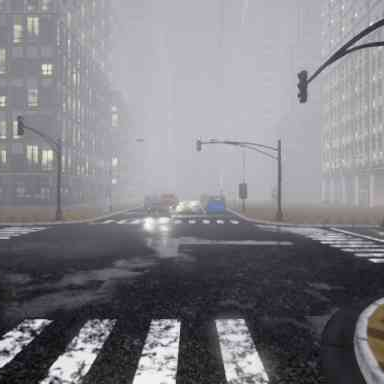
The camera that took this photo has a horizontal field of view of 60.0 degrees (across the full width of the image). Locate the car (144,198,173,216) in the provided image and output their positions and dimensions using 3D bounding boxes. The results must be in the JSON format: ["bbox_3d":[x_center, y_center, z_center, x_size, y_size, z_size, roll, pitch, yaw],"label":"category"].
[{"bbox_3d":[-3.223,1.597,32.908,1.895,1.301,4.718,0,0,0],"label":"car"}]

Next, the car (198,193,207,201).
[{"bbox_3d":[2.788,1.301,85.790,2.192,1.841,5.009,0,0,0],"label":"car"}]

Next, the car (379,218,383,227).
[{"bbox_3d":[14.401,1.683,20.126,5.357,1.411,2.033,0,0,-1],"label":"car"}]

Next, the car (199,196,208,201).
[{"bbox_3d":[2.764,1.553,80.251,1.947,1.339,4.313,0,0,0],"label":"car"}]

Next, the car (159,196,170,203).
[{"bbox_3d":[-5.662,1.541,69.205,2.008,1.369,4.403,0,0,0],"label":"car"}]

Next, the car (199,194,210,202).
[{"bbox_3d":[2.742,1.304,74.712,2.192,1.841,5.009,0,0,0],"label":"car"}]

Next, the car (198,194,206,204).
[{"bbox_3d":[2.696,1.307,63.633,2.192,1.841,5.009,0,0,0],"label":"car"}]

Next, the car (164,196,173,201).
[{"bbox_3d":[-5.616,1.569,80.285,1.802,1.307,4.206,0,0,0],"label":"car"}]

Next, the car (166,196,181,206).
[{"bbox_3d":[-3.109,1.484,56.882,2.128,1.511,4.902,0,0,0],"label":"car"}]

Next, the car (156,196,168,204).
[{"bbox_3d":[-5.685,1.558,63.667,1.947,1.339,4.313,0,0,0],"label":"car"}]

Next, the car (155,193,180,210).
[{"bbox_3d":[-3.172,1.213,43.674,2.150,2.045,5.566,0,0,0],"label":"car"}]

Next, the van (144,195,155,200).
[{"bbox_3d":[-5.752,1.336,47.049,1.690,1.788,3.998,0,0,0],"label":"van"}]

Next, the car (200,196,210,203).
[{"bbox_3d":[2.718,1.535,69.172,1.887,1.381,4.507,0,0,0],"label":"car"}]

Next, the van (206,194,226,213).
[{"bbox_3d":[2.696,1.337,35.940,1.690,1.788,3.998,0,0,0],"label":"van"}]

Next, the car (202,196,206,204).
[{"bbox_3d":[2.628,1.540,41.479,1.887,1.381,4.507,0,0,0],"label":"car"}]
